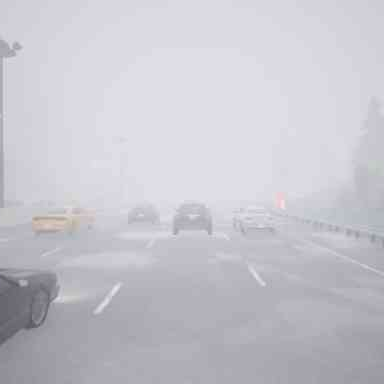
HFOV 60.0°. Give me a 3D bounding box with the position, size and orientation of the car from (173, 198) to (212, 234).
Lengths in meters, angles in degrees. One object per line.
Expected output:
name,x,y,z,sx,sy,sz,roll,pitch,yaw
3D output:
car,0.028,1.356,19.410,2.097,1.767,4.553,0,0,0

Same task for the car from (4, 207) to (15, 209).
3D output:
car,-21.227,1.529,36.143,2.128,1.511,4.902,0,0,0

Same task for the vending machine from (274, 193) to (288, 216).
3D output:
vending machine,8.382,1.191,31.405,1.100,2.100,0.880,0,0,0

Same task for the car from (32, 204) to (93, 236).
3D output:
car,-6.968,1.491,18.460,1.882,1.535,5.008,0,0,0

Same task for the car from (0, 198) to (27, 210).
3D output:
car,-24.751,1.590,45.080,2.033,1.411,5.357,0,0,0

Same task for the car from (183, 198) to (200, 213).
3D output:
car,-0.046,1.513,38.401,1.837,1.490,4.892,0,0,0

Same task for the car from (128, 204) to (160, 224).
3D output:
car,-3.492,1.574,24.728,1.994,1.385,4.181,0,0,0

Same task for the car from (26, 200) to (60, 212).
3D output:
car,-17.742,1.633,39.861,1.895,1.301,4.718,0,0,0

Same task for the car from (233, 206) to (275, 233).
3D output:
car,3.529,1.525,19.380,1.812,1.442,4.674,0,0,0

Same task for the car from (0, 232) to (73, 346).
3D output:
car,-3.416,1.553,3.883,2.033,1.411,5.357,0,0,0
